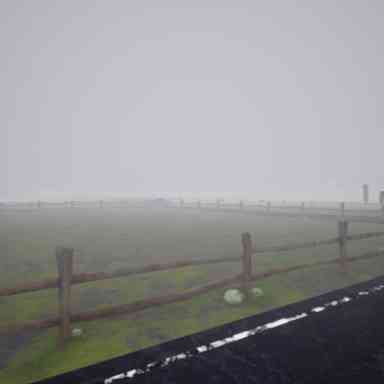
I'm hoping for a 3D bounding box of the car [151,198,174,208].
[{"bbox_3d":[-4.663,1.620,52.796,1.882,1.535,5.008,-1,0,-35],"label":"car"}]
